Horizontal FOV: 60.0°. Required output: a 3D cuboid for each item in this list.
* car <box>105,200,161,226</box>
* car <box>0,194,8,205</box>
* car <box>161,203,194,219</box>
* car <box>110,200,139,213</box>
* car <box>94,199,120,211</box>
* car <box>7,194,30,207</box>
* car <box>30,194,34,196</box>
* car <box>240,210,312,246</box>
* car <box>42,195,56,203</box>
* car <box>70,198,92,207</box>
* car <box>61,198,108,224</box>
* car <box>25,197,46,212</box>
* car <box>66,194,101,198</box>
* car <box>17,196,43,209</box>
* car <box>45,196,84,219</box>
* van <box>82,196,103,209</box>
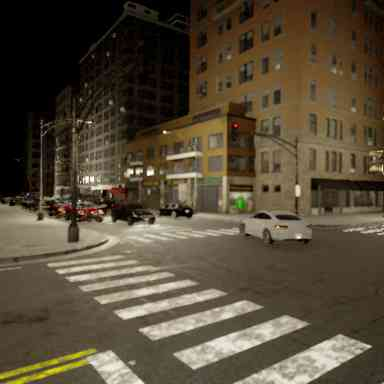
[{"bbox_3d":[-4.359,1.559,24.118,1.812,1.442,4.674,1,0,-35],"label":"car"},{"bbox_3d":[-33.527,1.581,61.029,2.008,1.369,4.403,0,0,-35],"label":"car"},{"bbox_3d":[-1.544,1.641,29.644,1.947,1.339,4.313,1,0,-35],"label":"car"},{"bbox_3d":[-7.901,1.655,38.648,1.802,1.307,4.206,1,0,-35],"label":"car"},{"bbox_3d":[-11.080,1.640,43.149,1.947,1.339,4.313,1,0,-35],"label":"car"},{"bbox_3d":[-27.170,1.460,52.026,1.967,1.590,4.097,0,0,-35],"label":"car"},{"bbox_3d":[-36.507,1.549,79.164,1.967,1.590,4.097,0,0,-35],"label":"car"},{"bbox_3d":[3.819,1.576,15.665,1.812,1.442,4.674,1,0,-12],"label":"car"},{"bbox_3d":[-30.150,1.539,70.160,1.967,1.590,4.097,0,0,-35],"label":"car"},{"bbox_3d":[-17.437,1.629,52.153,2.008,1.369,4.403,0,0,-35],"label":"car"},{"bbox_3d":[-8.098,1.453,25.016,1.967,1.590,4.097,1,0,-35],"label":"car"},{"bbox_3d":[-17.635,1.593,38.521,1.802,1.307,4.206,1,0,-35],"label":"car"},{"bbox_3d":[-10.033,1.252,32.159,2.150,2.045,5.566,1,0,-36],"label":"car"},{"bbox_3d":[-20.813,1.563,43.022,2.008,1.369,4.403,1,0,-35],"label":"car"},{"bbox_3d":[-11.277,1.451,29.518,1.967,1.590,4.097,1,0,-35],"label":"car"},{"bbox_3d":[-14.257,1.417,47.652,1.690,1.788,3.998,1,0,-35],"label":"van"}]
